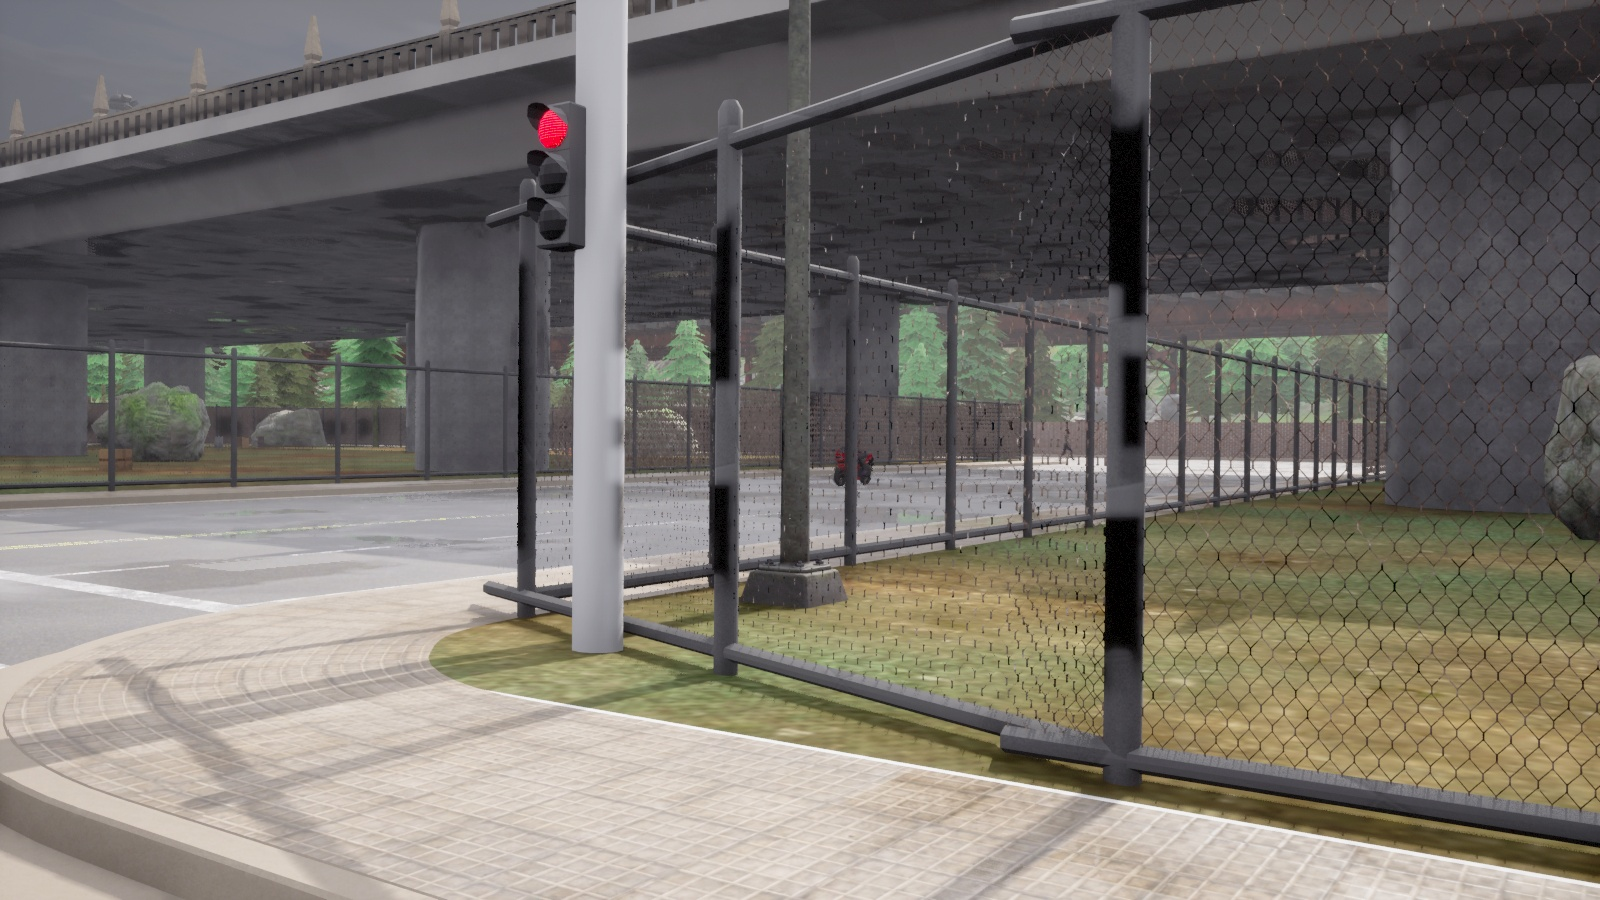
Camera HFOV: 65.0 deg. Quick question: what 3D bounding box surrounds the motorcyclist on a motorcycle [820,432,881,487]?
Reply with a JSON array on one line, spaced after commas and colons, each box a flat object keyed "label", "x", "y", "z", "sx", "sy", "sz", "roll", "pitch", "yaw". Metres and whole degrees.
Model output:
[{"label": "motorcyclist on a motorcycle", "x": 1.477, "y": 0.262, "z": 36.166, "sx": 0.797, "sy": 1.523, "sz": 2.044, "roll": 0, "pitch": 1, "yaw": 33}]
